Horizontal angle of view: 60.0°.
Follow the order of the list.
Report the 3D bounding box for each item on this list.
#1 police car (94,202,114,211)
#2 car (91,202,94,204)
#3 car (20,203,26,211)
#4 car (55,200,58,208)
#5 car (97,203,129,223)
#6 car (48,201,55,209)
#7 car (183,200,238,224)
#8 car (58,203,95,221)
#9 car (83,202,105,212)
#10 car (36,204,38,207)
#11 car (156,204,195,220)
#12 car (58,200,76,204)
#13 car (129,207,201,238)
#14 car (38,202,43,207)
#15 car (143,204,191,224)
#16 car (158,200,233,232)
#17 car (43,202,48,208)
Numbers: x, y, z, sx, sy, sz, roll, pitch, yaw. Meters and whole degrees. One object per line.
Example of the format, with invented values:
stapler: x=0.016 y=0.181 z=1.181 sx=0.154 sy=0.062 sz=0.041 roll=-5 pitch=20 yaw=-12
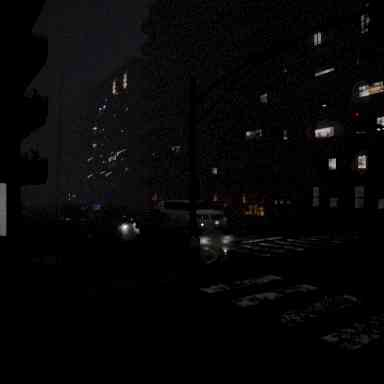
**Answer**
police car: x=-12.273 y=2.256 z=49.516 sx=1.930 sy=1.638 sz=5.238 roll=0 pitch=-1 yaw=-36
car: x=-17.190 y=2.418 z=51.129 sx=1.837 sy=1.490 sz=4.892 roll=0 pitch=-1 yaw=-36
car: x=-31.786 y=2.769 z=61.374 sx=1.887 sy=1.381 sz=4.507 roll=-1 pitch=0 yaw=-36
car: x=-25.069 y=2.524 z=66.322 sx=2.192 sy=1.841 sz=5.009 roll=-1 pitch=0 yaw=-36
car: x=-6.798 y=2.070 z=31.348 sx=2.033 sy=1.411 sz=5.357 roll=0 pitch=-1 yaw=-36
car: x=-28.394 y=2.623 z=70.908 sx=2.192 sy=1.841 sz=5.009 roll=-1 pitch=0 yaw=-36
car: x=1.527 y=1.713 z=29.643 sx=2.192 sy=1.841 sz=5.009 roll=-1 pitch=0 yaw=-36
car: x=-11.838 y=2.163 z=33.863 sx=1.887 sy=1.381 sz=4.507 roll=-1 pitch=0 yaw=-36
car: x=-16.312 y=2.432 z=55.097 sx=1.882 sy=1.535 sz=5.008 roll=0 pitch=-1 yaw=-36
car: x=-38.357 y=3.168 z=84.665 sx=1.947 sy=1.339 sz=4.313 roll=-1 pitch=0 yaw=-36
car: x=-1.791 y=2.045 z=34.227 sx=1.887 sy=1.381 sz=4.507 roll=-1 pitch=0 yaw=-36
car: x=-15.566 y=2.143 z=43.496 sx=2.097 sy=1.767 sz=4.553 roll=0 pitch=-1 yaw=-36
car: x=-1.764 y=1.833 z=19.970 sx=1.752 sy=1.417 sz=4.829 roll=-1 pitch=0 yaw=-36
car: x=-35.038 y=3.049 z=80.077 sx=1.887 sy=1.381 sz=4.507 roll=-1 pitch=0 yaw=-36
car: x=-2.426 y=1.953 z=30.767 sx=2.128 sy=1.511 sz=4.902 roll=0 pitch=-1 yaw=-36
car: x=-0.127 y=1.538 z=22.145 sx=2.150 sy=2.045 sz=5.566 roll=0 pitch=-1 yaw=-36
car: x=-31.712 y=2.972 z=75.492 sx=1.947 sy=1.339 sz=4.313 roll=-1 pitch=0 yaw=-36
